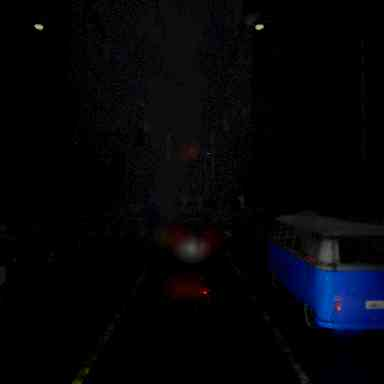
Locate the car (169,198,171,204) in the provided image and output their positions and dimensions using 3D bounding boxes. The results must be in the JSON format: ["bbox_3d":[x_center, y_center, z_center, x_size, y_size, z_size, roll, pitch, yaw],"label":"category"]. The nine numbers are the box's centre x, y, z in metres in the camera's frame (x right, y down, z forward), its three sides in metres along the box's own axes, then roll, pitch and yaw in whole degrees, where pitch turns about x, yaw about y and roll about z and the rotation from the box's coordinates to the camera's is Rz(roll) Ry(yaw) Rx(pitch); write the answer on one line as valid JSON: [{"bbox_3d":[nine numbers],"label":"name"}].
[{"bbox_3d":[-5.429,2.114,60.331,1.887,1.381,4.507,0,-1,0],"label":"car"}]

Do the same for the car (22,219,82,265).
[{"bbox_3d":[-5.393,1.683,12.151,1.947,1.339,4.313,0,-1,0],"label":"car"}]

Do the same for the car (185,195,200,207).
[{"bbox_3d":[-0.011,1.968,65.389,2.097,1.767,4.553,0,-1,0],"label":"car"}]

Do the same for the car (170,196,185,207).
[{"bbox_3d":[-2.821,1.936,61.864,2.097,1.767,4.553,0,-1,1],"label":"car"}]

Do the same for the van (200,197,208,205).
[{"bbox_3d":[2.647,2.061,76.556,1.690,1.788,3.998,0,-1,0],"label":"van"}]

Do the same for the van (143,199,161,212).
[{"bbox_3d":[-5.427,1.759,44.115,1.690,1.788,3.998,0,-1,0],"label":"van"}]

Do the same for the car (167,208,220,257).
[{"bbox_3d":[0.067,1.637,13.503,1.837,1.490,4.892,0,0,2],"label":"car"}]

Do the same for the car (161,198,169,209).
[{"bbox_3d":[-5.429,2.085,54.925,1.947,1.339,4.313,0,-1,0],"label":"car"}]

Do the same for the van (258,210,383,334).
[{"bbox_3d":[2.634,1.406,6.645,1.690,1.788,3.998,0,-1,0],"label":"van"}]

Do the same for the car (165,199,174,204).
[{"bbox_3d":[-5.433,2.321,81.955,2.008,1.369,4.403,0,-1,0],"label":"car"}]

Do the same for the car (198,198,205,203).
[{"bbox_3d":[2.625,2.398,92.942,1.752,1.417,4.829,0,-1,0],"label":"car"}]

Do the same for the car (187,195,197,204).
[{"bbox_3d":[-0.033,1.804,79.359,2.150,2.045,5.566,0,-1,0],"label":"car"}]

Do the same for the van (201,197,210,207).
[{"bbox_3d":[2.662,1.961,65.744,1.690,1.788,3.998,0,-1,0],"label":"van"}]

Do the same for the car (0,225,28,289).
[{"bbox_3d":[-5.391,1.610,6.640,1.887,1.381,4.507,0,-1,0],"label":"car"}]

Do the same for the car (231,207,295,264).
[{"bbox_3d":[2.632,1.433,12.157,2.192,1.841,5.009,0,-1,0],"label":"car"}]

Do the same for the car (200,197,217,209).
[{"bbox_3d":[2.683,1.784,49.526,2.192,1.841,5.009,0,-1,0],"label":"car"}]

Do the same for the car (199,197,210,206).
[{"bbox_3d":[2.654,1.985,71.151,2.192,1.841,5.009,0,-1,0],"label":"car"}]

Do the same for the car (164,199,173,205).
[{"bbox_3d":[-5.432,2.244,76.380,1.752,1.417,4.829,0,-1,0],"label":"car"}]

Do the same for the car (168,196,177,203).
[{"bbox_3d":[-5.435,2.186,92.769,2.192,1.841,5.009,0,-1,0],"label":"car"}]
